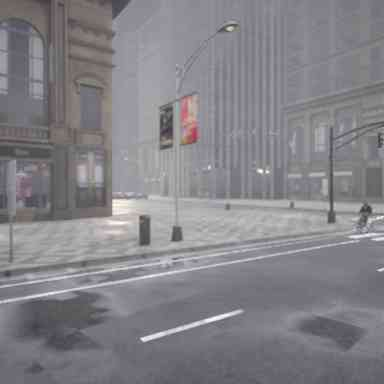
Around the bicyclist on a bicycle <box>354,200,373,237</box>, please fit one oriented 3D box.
[{"bbox_3d":[8.423,1.284,16.320,1.843,1.776,0.659,0,0,-35],"label":"bicyclist on a bicycle"}]

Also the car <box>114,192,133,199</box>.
[{"bbox_3d":[-13.400,0.669,64.864,1.895,1.301,4.718,0,1,-35],"label":"car"}]

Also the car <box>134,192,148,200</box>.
[{"bbox_3d":[-9.391,0.685,59.276,1.812,1.442,4.674,0,1,-35],"label":"car"}]

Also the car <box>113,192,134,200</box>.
[{"bbox_3d":[-12.449,0.716,58.347,1.994,1.385,4.181,0,1,-35],"label":"car"}]
